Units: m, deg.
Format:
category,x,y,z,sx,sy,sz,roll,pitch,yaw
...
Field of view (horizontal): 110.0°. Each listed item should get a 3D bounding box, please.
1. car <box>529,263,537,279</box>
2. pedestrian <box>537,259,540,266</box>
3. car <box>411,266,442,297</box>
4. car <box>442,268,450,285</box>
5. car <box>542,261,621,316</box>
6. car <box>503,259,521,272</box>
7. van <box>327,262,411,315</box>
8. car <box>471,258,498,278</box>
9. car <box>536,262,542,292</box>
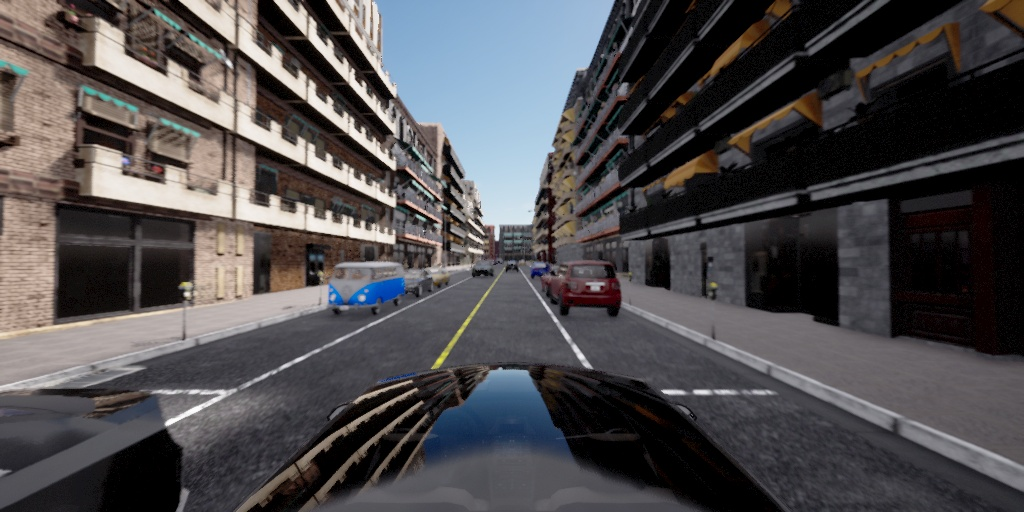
category,x,y,z,sx,sy,sz,roll,pitch,yaw
car,2.747,1.349,34.457,1.882,1.535,5.008,0,0,0
pedestrian,2.747,1.179,37.475,0.375,1.860,0.375,1,-1,0
car,-5.316,1.351,19.016,2.007,1.370,4.403,0,0,0
car,-5.316,1.349,24.408,1.751,1.417,4.829,0,0,0
car,2.565,1.094,13.487,2.192,1.841,5.009,0,0,0
car,0.024,1.459,51.102,1.837,1.490,4.892,0,0,0
van,-5.316,1.119,13.451,1.690,1.789,3.998,0,0,0
car,-2.842,1.231,36.127,2.097,1.767,4.553,0,0,0
car,2.565,1.241,19.051,1.967,1.591,4.097,0,0,0
